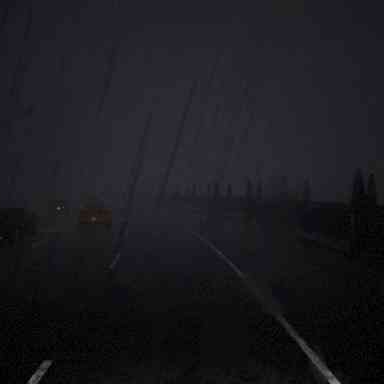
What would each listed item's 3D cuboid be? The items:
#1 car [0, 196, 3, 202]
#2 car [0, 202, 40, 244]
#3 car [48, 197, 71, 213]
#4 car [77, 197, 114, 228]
[{"bbox_3d":[-25.414,1.213,42.841,2.128,1.511,4.902,0,1,-29],"label":"car"},{"bbox_3d":[-8.441,1.405,15.121,1.837,1.490,4.892,0,0,-9],"label":"car"},{"bbox_3d":[-13.404,1.267,33.637,1.837,1.490,4.892,0,0,-20],"label":"car"},{"bbox_3d":[-6.019,1.322,20.967,1.882,1.535,5.008,0,0,-12],"label":"car"}]
